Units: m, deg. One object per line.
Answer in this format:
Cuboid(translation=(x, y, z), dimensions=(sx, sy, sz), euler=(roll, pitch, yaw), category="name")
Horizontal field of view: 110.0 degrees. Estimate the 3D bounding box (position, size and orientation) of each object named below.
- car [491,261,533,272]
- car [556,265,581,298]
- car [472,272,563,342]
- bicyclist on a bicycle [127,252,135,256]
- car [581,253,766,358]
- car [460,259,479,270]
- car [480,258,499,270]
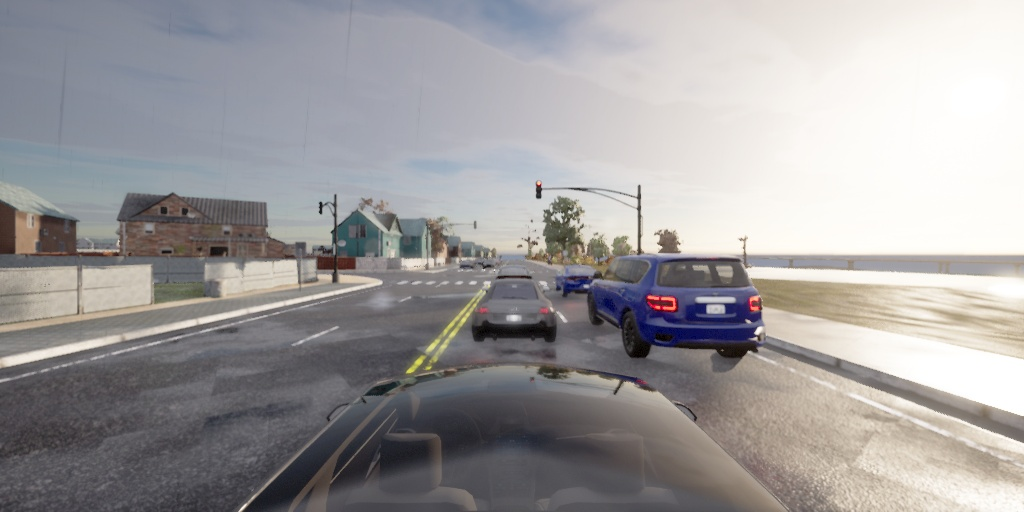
Cuboid(translation=(0.108, 1.205, 18.662), dimensions=(1.882, 1.535, 5.008), euler=(0, 0, 0), category="car")
Cuboid(translation=(3.357, 1.206, 18.503), dimensions=(1.882, 1.535, 5.008), euler=(0, 0, 1), category="car")
Cuboid(translation=(0.088, 1.303, 9.721), dimensions=(1.994, 1.385, 4.181), euler=(0, 0, 1), category="car")
Cuboid(translation=(-29.603, 0.509, 27.842), dimensions=(0.582, 1.620, 1.656), euler=(1, 0, -35), category="bicyclist on a bicycle")
Cuboid(translation=(3.348, 0.962, 8.565), dimensions=(2.150, 2.045, 5.566), euler=(0, 0, 0), category="car")
Cuboid(translation=(-6.564, 1.257, 53.259), dimensions=(2.033, 1.411, 5.357), euler=(0, 0, 0), category="car")
Cuboid(translation=(-3.313, 1.214, 53.351), dimensions=(1.837, 1.490, 4.892), euler=(0, 0, 0), category="car")
